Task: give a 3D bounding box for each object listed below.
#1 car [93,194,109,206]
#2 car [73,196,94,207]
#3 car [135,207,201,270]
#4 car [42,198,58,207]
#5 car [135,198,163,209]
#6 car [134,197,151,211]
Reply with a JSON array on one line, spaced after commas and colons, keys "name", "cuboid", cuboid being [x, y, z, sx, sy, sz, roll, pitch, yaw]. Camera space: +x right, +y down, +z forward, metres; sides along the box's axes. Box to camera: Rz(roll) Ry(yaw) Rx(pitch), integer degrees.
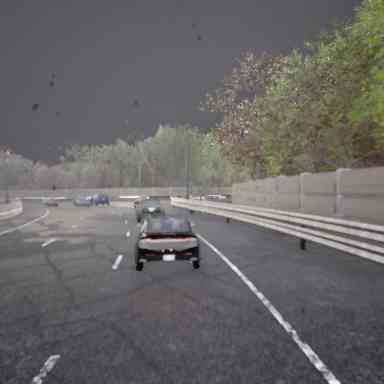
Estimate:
[{"name": "car", "cuboid": [-15.532, 1.289, 55.835, 2.150, 2.045, 5.566, -1, 0, -30]}, {"name": "car", "cuboid": [-17.344, 1.645, 52.004, 2.033, 1.411, 5.357, -1, 0, -29]}, {"name": "car", "cuboid": [-0.845, 1.483, 11.045, 2.128, 1.511, 4.902, -1, 0, -6]}, {"name": "car", "cuboid": [-24.114, 1.732, 56.290, 1.994, 1.385, 4.181, -1, 0, -33]}, {"name": "car", "cuboid": [-3.360, 1.340, 26.230, 2.097, 1.767, 4.553, -1, 0, -11]}, {"name": "car", "cuboid": [-6.321, 1.464, 42.824, 1.882, 1.535, 5.008, -1, 0, -6]}]
